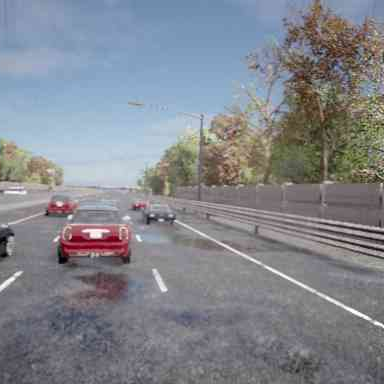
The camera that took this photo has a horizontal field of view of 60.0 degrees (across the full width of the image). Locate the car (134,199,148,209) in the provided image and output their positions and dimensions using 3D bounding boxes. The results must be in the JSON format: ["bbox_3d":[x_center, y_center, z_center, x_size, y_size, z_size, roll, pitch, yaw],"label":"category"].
[{"bbox_3d":[-5.758,1.400,37.539,1.895,1.301,4.718,2,0,-13],"label":"car"}]

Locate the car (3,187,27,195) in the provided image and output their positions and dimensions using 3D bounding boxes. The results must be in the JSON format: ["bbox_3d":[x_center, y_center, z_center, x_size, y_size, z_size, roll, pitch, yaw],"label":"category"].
[{"bbox_3d":[-26.898,0.290,50.689,2.150,2.045,5.566,2,0,-13],"label":"car"}]

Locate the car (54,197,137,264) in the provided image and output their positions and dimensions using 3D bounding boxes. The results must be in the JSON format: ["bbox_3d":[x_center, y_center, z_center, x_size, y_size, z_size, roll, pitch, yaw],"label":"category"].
[{"bbox_3d":[-3.231,1.236,11.571,2.097,1.767,4.553,2,0,-13],"label":"car"}]

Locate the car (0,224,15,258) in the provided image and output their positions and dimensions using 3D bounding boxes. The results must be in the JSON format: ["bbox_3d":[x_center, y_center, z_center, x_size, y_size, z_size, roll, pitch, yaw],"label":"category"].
[{"bbox_3d":[-6.159,1.272,8.716,2.128,1.511,4.902,2,0,-13],"label":"car"}]

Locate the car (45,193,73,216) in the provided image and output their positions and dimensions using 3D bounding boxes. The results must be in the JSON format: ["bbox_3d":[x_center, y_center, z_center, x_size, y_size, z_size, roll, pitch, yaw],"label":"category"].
[{"bbox_3d":[-10.484,0.978,27.214,2.097,1.767,4.553,2,0,-13],"label":"car"}]

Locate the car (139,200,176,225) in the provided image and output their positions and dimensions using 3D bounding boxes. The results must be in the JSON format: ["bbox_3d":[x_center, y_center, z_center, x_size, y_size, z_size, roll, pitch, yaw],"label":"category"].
[{"bbox_3d":[-2.437,1.513,23.356,1.895,1.301,4.718,2,0,-13],"label":"car"}]

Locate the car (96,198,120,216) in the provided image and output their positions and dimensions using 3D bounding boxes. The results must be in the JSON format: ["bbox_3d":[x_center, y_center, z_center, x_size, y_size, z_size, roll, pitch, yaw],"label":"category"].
[{"bbox_3d":[-7.618,1.330,30.292,1.895,1.301,4.718,2,0,-13],"label":"car"}]
